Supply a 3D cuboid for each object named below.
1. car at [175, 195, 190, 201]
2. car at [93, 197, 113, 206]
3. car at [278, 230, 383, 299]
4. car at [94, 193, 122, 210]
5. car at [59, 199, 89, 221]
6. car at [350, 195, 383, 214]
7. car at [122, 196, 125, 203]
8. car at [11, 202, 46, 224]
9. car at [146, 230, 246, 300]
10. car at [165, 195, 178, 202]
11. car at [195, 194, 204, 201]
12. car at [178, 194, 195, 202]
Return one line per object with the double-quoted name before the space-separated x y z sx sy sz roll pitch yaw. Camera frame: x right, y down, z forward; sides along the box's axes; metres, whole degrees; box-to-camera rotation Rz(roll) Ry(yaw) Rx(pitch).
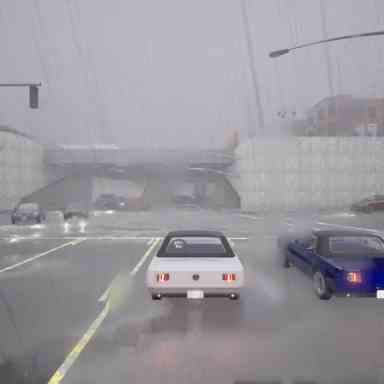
"car" -2.368 1.478 85.429 1.882 1.535 5.008 0 0 24
"car" -15.054 1.547 56.601 2.033 1.411 5.357 0 0 -1
"car" 3.584 1.601 8.360 1.895 1.301 4.718 0 0 0
"car" -11.258 1.221 43.997 2.150 2.045 5.566 0 0 -2
"car" -9.725 1.547 28.068 2.033 1.411 5.357 0 0 -16
"car" 15.822 0.973 28.456 4.181 1.385 1.994 -7 0 0
"car" -15.298 1.525 72.097 2.128 1.511 4.902 0 0 -1
"car" -12.088 1.526 24.838 1.812 1.442 4.674 0 0 -17
"car" 0.084 1.601 8.351 1.895 1.301 4.718 0 0 0
"car" -4.725 1.355 75.563 2.097 1.767 4.553 0 0 6
"car" 1.433 1.355 85.463 2.097 1.767 4.553 0 0 28
"car" -1.224 1.525 75.459 2.128 1.511 4.902 0 0 6
